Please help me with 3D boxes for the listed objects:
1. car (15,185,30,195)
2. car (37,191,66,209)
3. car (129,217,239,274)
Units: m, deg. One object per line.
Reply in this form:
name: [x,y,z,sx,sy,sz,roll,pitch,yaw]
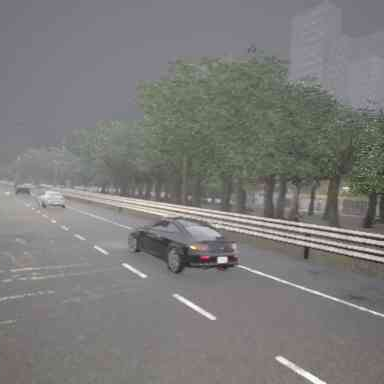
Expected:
car: [-26.147,-0.368,51.362,1.882,1.535,5.008,4,0,-31]
car: [-12.624,0.648,29.878,1.812,1.442,4.674,4,0,-32]
car: [-0.421,1.530,10.670,1.812,1.442,4.674,4,0,-32]
